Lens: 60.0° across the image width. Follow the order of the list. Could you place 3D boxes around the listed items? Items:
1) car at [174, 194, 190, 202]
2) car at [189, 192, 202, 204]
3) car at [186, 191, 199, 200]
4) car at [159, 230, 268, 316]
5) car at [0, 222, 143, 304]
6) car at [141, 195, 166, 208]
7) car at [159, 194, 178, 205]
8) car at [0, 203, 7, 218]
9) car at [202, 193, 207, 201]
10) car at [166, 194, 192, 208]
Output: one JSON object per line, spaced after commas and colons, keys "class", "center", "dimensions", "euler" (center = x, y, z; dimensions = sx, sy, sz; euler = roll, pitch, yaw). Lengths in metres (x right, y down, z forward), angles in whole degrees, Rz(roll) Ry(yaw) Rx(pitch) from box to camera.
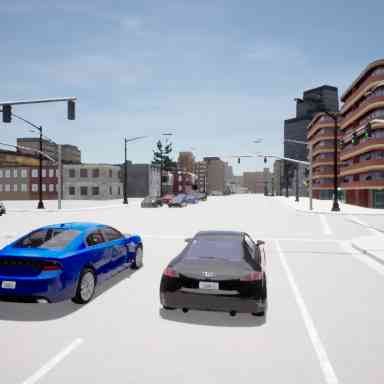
{"class": "car", "center": [-1.889, 1.125, 65.119], "dimensions": [2.033, 1.411, 5.357], "euler": [0, 1, 11]}
{"class": "car", "center": [-0.087, 1.249, 56.284], "dimensions": [1.812, 1.442, 4.674], "euler": [0, 1, 11]}
{"class": "car", "center": [0.054, 0.752, 74.923], "dimensions": [2.097, 1.767, 4.553], "euler": [0, 1, 11]}
{"class": "car", "center": [0.690, 1.564, 7.630], "dimensions": [1.994, 1.385, 4.181], "euler": [0, 0, 12]}
{"class": "car", "center": [-2.747, 1.478, 8.276], "dimensions": [1.882, 1.535, 5.008], "euler": [0, 0, 11]}
{"class": "car", "center": [-5.557, 1.230, 46.502], "dimensions": [2.097, 1.767, 4.553], "euler": [0, 1, 11]}
{"class": "car", "center": [-3.795, 1.226, 55.468], "dimensions": [1.882, 1.535, 5.008], "euler": [0, 1, 11]}
{"class": "car", "center": [-18.612, 1.222, 28.119], "dimensions": [5.566, 2.045, 2.150], "euler": [0, 0, 10]}
{"class": "car", "center": [1.872, 1.052, 66.107], "dimensions": [1.837, 1.490, 4.892], "euler": [0, 1, 12]}
{"class": "car", "center": [-1.921, 1.409, 46.879], "dimensions": [2.033, 1.411, 5.357], "euler": [0, 1, 11]}
